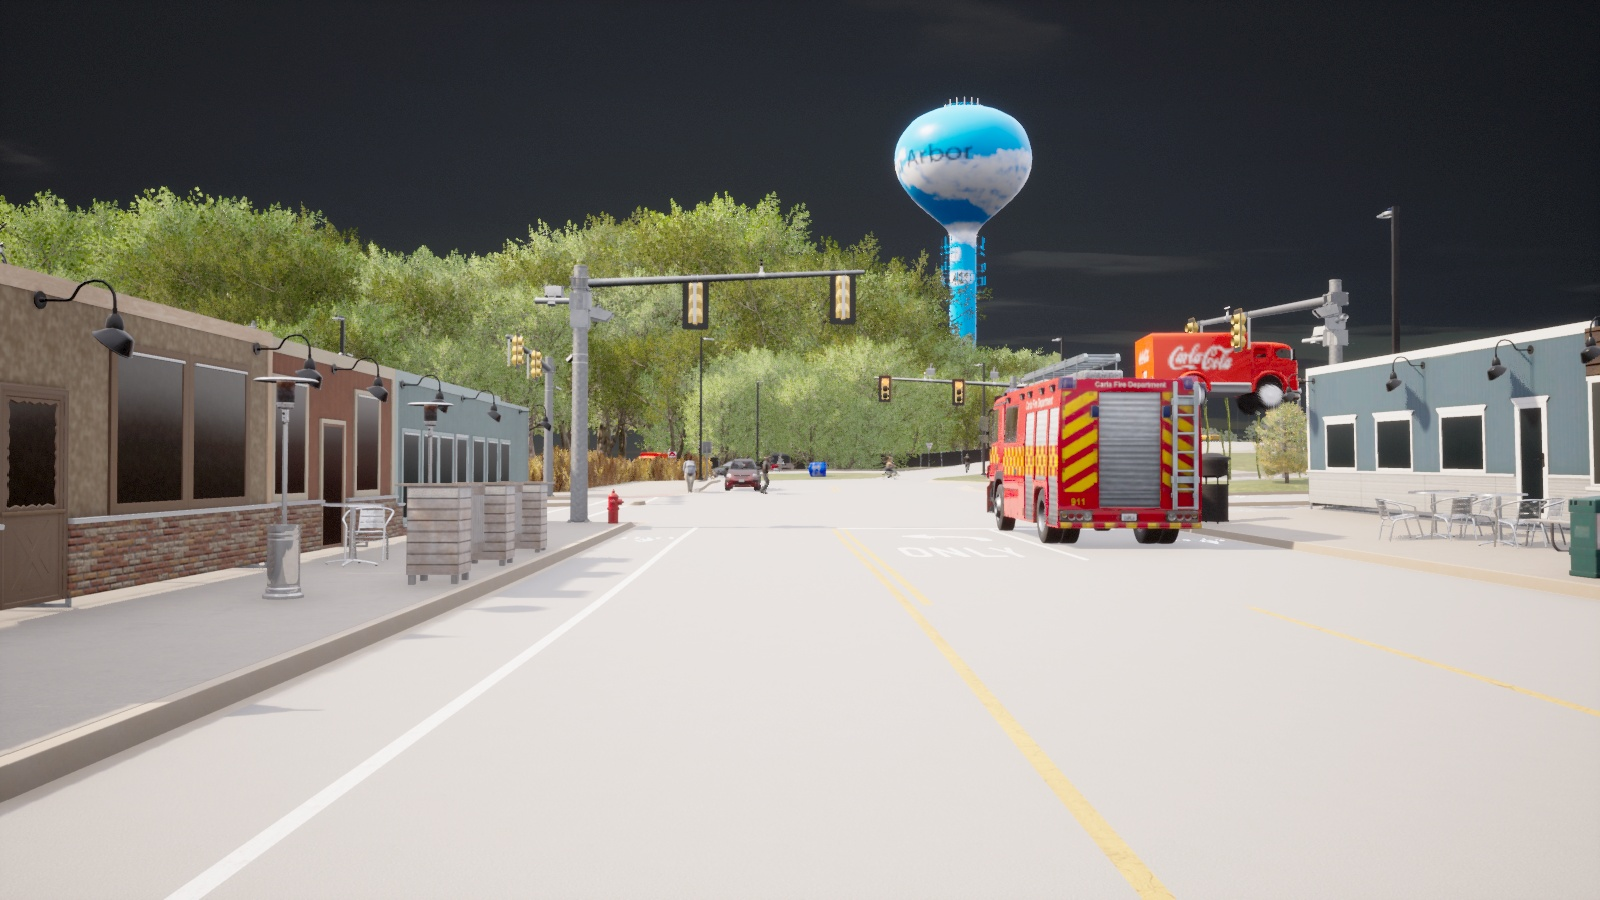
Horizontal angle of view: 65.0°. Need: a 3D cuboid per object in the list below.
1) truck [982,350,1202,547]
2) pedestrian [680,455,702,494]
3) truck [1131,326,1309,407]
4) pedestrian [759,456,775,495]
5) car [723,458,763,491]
[{"bbox_3d":[6.313,0.008,28.718,2.891,3.827,8.468,0,-1,-1],"label":"truck"},{"bbox_3d":[-5.362,1.194,61.484,0.874,1.855,0.900,0,-1,-19],"label":"pedestrian"},{"bbox_3d":[14.457,-2.840,43.499,5.204,2.467,2.627,0,-3,0],"label":"truck"},{"bbox_3d":[-1.580,1.198,60.026,0.720,1.854,0.376,0,-1,-4],"label":"pedestrian"},{"bbox_3d":[-2.920,1.248,64.968,1.851,1.617,3.988,0,1,0],"label":"car"}]
